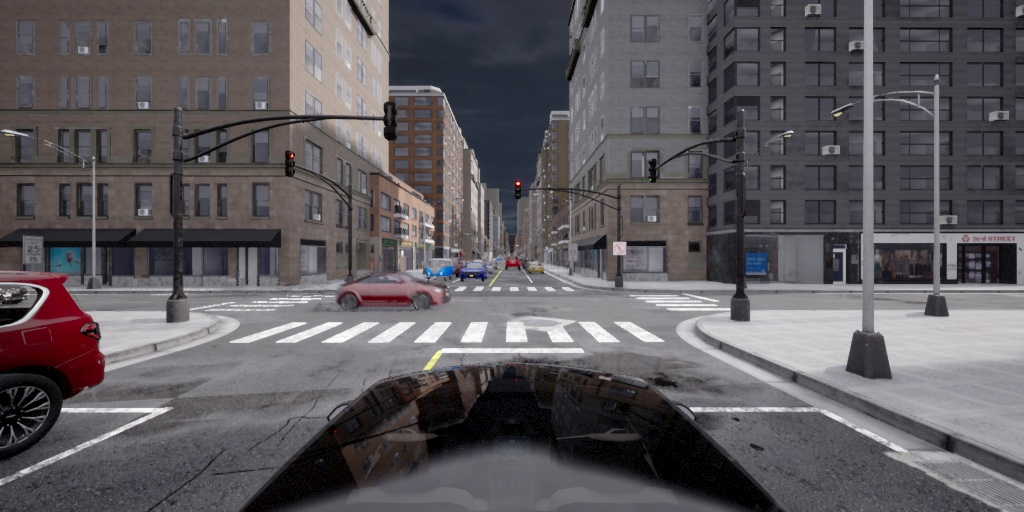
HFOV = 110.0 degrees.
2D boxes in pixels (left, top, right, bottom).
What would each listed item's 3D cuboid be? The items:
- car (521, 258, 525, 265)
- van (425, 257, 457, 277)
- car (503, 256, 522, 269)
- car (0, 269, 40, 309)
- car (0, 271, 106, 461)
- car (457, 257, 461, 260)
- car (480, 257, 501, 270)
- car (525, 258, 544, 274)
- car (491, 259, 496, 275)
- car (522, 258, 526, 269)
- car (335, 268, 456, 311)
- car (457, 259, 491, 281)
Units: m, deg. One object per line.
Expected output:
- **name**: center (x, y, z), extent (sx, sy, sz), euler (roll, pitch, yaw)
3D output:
- **car**: center (2.702, 1.309, 51.530), extent (1.948, 1.339, 4.313), euler (0, 0, 0)
- **van**: center (-5.839, 1.088, 29.131), extent (1.690, 1.789, 3.998), euler (0, 0, 0)
- **car**: center (0.137, 0.964, 54.535), extent (2.150, 2.045, 5.566), euler (0, 0, 0)
- **car**: center (-21.960, 1.267, 13.881), extent (4.892, 1.490, 1.837), euler (0, 0, 0)
- **car**: center (-5.857, 1.065, 2.183), extent (2.192, 1.841, 5.009), euler (0, 0, 0)
- **car**: center (-5.836, 1.061, 34.727), extent (2.192, 1.841, 5.009), euler (0, 0, 0)
- **car**: center (-3.049, 1.235, 51.892), extent (2.128, 1.511, 4.902), euler (0, 0, 0)
- **car**: center (2.694, 1.271, 40.511), extent (1.751, 1.417, 4.829), euler (0, 0, 0)
- **car**: center (-3.073, 1.347, 39.641), extent (1.895, 1.301, 4.718), euler (0, 0, 0)
- **car**: center (2.698, 1.295, 45.935), extent (2.007, 1.370, 4.403), euler (0, 0, 0)
- **car**: center (-4.538, 1.314, 13.984), extent (4.181, 1.385, 1.994), euler (0, 0, 0)
- **car**: center (-3.081, 1.225, 29.707), extent (1.882, 1.535, 5.008), euler (0, 0, 0)
